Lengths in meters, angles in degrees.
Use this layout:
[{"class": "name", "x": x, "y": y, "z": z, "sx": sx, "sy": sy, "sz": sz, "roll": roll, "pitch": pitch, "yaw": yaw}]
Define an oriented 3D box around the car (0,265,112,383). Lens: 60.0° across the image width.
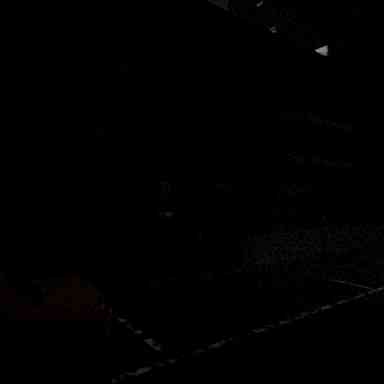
[{"class": "car", "x": -3.367, "y": 1.525, "z": 3.673, "sx": 4.829, "sy": 1.417, "sz": 1.752, "roll": 0, "pitch": 2, "yaw": -35}]
